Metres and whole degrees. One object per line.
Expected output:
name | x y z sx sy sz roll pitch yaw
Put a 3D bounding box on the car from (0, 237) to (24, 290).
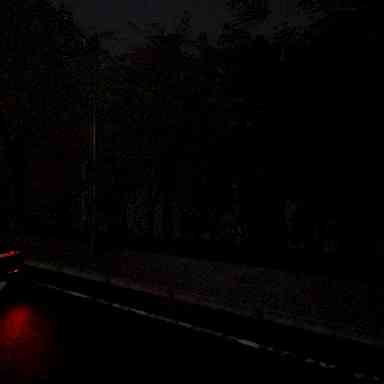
car | -5.937 1.522 7.916 4.902 1.511 2.128 0 0 35
